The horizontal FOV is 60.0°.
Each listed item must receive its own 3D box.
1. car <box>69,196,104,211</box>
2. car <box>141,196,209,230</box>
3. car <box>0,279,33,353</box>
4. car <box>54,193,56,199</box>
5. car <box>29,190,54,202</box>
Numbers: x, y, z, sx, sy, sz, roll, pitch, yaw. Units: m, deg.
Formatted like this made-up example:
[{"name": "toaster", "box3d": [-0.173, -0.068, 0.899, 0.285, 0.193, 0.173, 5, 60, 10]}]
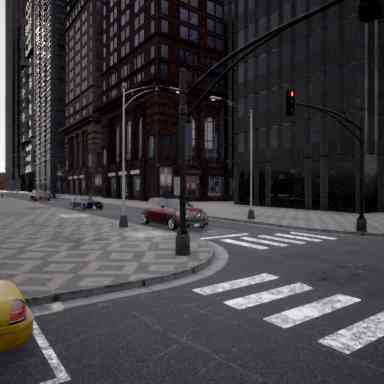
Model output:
[{"name": "car", "box3d": [-9.879, 1.042, 31.080, 1.895, 1.301, 4.718, 0, 1, -36]}, {"name": "car", "box3d": [-1.055, 1.072, 18.841, 2.097, 1.767, 4.553, 0, 1, -36]}, {"name": "car", "box3d": [-4.393, 1.525, 3.515, 4.829, 1.417, 1.752, 0, 0, -35]}, {"name": "car", "box3d": [-24.707, 0.467, 57.109, 1.812, 1.442, 4.674, 0, 0, -35]}, {"name": "car", "box3d": [-21.998, 0.441, 48.057, 2.097, 1.767, 4.553, 0, 1, -36]}]
